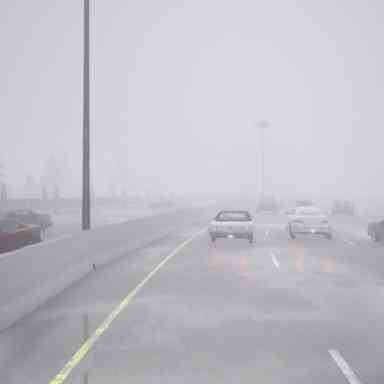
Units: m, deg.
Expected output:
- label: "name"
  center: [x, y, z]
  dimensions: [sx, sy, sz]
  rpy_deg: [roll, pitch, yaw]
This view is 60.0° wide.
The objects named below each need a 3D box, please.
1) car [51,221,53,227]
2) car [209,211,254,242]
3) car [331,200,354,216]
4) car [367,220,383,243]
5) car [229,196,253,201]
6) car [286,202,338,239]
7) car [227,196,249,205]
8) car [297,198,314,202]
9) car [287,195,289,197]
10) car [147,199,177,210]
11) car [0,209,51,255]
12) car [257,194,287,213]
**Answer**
- label: "car"
  center: [-8.889, 1.516, 15.890]
  dimensions: [2.033, 1.411, 5.357]
  rpy_deg: [0, 0, 10]
- label: "car"
  center: [2.065, 1.551, 16.110]
  dimensions: [1.895, 1.301, 4.718]
  rpy_deg: [0, 0, 11]
- label: "car"
  center: [13.853, 1.417, 30.598]
  dimensions: [2.033, 1.411, 5.357]
  rpy_deg: [0, 0, 23]
- label: "car"
  center: [8.471, 1.496, 12.683]
  dimensions: [2.033, 1.411, 5.357]
  rpy_deg: [0, 0, 10]
- label: "car"
  center: [7.764, 1.371, 49.454]
  dimensions: [1.837, 1.490, 4.892]
  rpy_deg: [-1, 0, 32]
- label: "car"
  center: [5.858, 1.465, 16.974]
  dimensions: [1.812, 1.442, 4.674]
  rpy_deg: [0, 0, 13]
- label: "car"
  center: [7.795, 1.427, 55.849]
  dimensions: [1.994, 1.385, 4.181]
  rpy_deg: [0, 0, 35]
- label: "car"
  center: [11.717, 1.371, 34.274]
  dimensions: [1.837, 1.490, 4.892]
  rpy_deg: [0, -1, 24]
- label: "car"
  center: [20.238, 1.225, 75.542]
  dimensions: [4.902, 1.511, 2.128]
  rpy_deg: [0, 0, -43]
- label: "car"
  center: [-3.816, 1.522, 42.822]
  dimensions: [1.895, 1.301, 4.718]
  rpy_deg: [0, 0, 26]
- label: "car"
  center: [-6.279, 1.456, 9.294]
  dimensions: [1.882, 1.535, 5.008]
  rpy_deg: [0, 0, 7]
- label: "car"
  center: [8.337, 1.237, 35.243]
  dimensions: [2.097, 1.767, 4.553]
  rpy_deg: [0, 0, 24]
